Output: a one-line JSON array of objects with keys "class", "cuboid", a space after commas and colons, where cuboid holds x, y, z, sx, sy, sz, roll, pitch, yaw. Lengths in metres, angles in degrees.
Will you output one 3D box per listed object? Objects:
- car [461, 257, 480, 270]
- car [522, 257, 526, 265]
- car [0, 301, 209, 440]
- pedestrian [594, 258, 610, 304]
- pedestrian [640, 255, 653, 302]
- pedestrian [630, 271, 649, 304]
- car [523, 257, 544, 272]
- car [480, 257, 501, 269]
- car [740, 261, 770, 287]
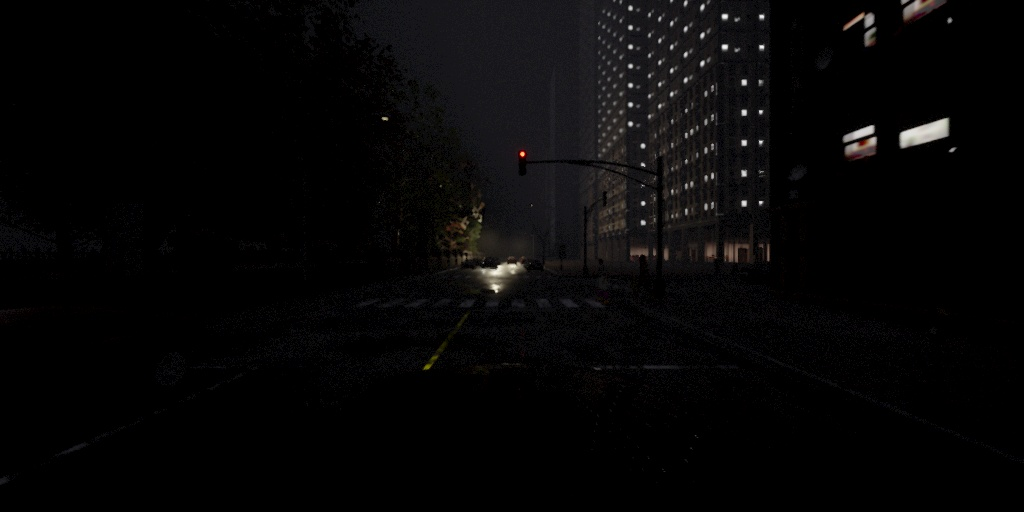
[{"class": "car", "cuboid": [-5.692, 1.128, 47.516, 1.802, 1.307, 4.207, 0, 0, 0]}, {"class": "car", "cuboid": [2.689, 1.112, 47.516, 1.948, 1.339, 4.313, 0, 0, 0]}, {"class": "car", "cuboid": [-5.821, 1.284, 3.966, 1.888, 1.381, 4.507, 0, 0, 0]}, {"class": "pedestrian", "cuboid": [3.635, 0.982, 14.436, 0.375, 1.860, 0.375, 0, 0, 0]}, {"class": "pedestrian", "cuboid": [5.077, 0.832, 13.836, 0.375, 1.860, 0.375, 0, 0, 0]}, {"class": "pedestrian", "cuboid": [4.600, 1.214, 13.220, 0.500, 1.100, 0.500, 0, 0, 0]}, {"class": "car", "cuboid": [2.689, 1.135, 41.884, 1.948, 1.339, 4.313, 0, 0, 0]}, {"class": "car", "cuboid": [-3.067, 0.887, 50.069, 2.097, 1.767, 4.553, 0, 0, 0]}, {"class": "car", "cuboid": [14.684, 0.941, 19.300, 4.313, 1.339, 1.948, 0, 0, 0]}]
